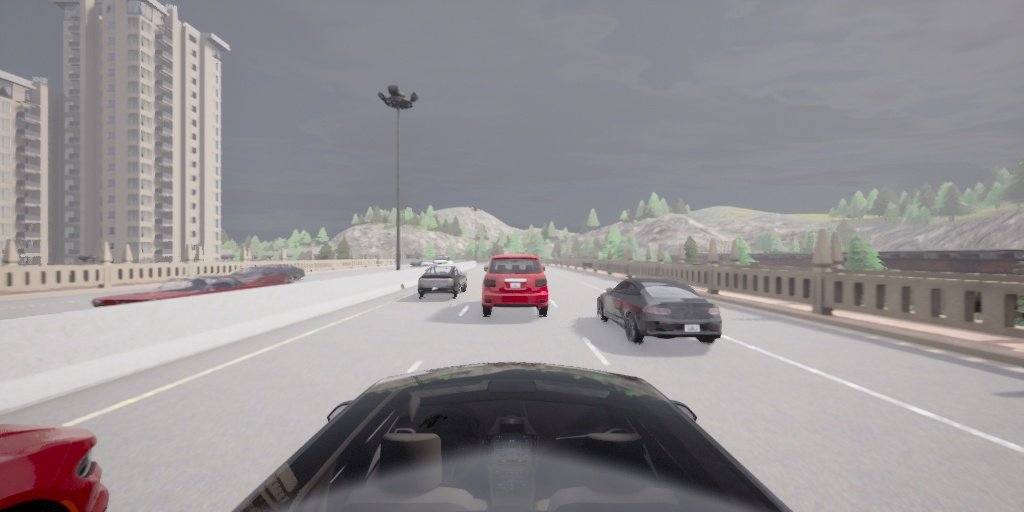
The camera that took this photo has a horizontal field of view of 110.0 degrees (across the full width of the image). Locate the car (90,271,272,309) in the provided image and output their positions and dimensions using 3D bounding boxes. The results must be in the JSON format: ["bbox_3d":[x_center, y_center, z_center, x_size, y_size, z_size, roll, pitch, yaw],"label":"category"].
[{"bbox_3d":[-10.597,1.352,11.911,1.895,1.301,4.718,0,0,0],"label":"car"}]

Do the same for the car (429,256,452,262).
[{"bbox_3d":[-10.513,1.048,54.735,2.150,2.045,5.566,0,0,1],"label":"car"}]

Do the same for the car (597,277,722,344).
[{"bbox_3d":[3.603,1.276,9.464,1.812,1.442,4.674,0,0,0],"label":"car"}]

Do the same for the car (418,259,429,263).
[{"bbox_3d":[-14.092,1.376,60.933,1.812,1.442,4.674,0,0,0],"label":"car"}]

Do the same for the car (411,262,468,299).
[{"bbox_3d":[-3.395,1.245,18.188,2.128,1.511,4.902,0,0,0],"label":"car"}]

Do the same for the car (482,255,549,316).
[{"bbox_3d":[0.103,0.973,13.404,2.150,2.045,5.566,0,0,0],"label":"car"}]

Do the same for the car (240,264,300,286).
[{"bbox_3d":[-14.093,1.319,19.781,1.994,1.385,4.181,0,0,0],"label":"car"}]

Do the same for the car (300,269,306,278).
[{"bbox_3d":[-17.592,1.309,26.676,2.033,1.411,5.357,0,0,0],"label":"car"}]
